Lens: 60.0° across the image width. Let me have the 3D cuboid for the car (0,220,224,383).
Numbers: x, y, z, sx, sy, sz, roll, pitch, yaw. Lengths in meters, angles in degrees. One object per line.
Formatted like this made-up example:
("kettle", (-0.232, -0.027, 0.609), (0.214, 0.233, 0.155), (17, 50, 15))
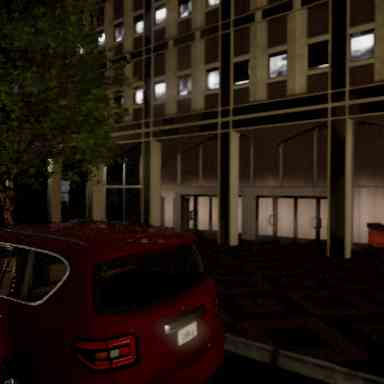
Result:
("car", (-1.985, 1.302, 4.282), (5.009, 1.841, 2.192), (0, 0, 35))
